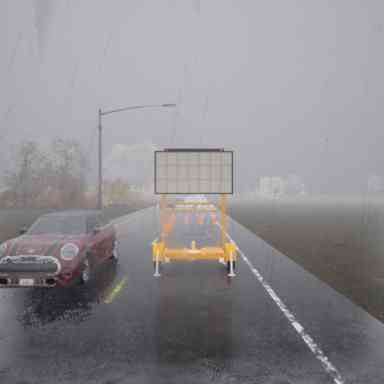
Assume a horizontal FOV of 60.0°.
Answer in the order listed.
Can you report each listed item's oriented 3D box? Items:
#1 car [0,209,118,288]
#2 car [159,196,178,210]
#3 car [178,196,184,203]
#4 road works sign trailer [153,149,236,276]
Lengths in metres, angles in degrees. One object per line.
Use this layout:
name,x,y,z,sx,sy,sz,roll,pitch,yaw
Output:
car,-3.561,1.355,9.428,2.097,1.767,4.553,0,0,0
car,-3.183,1.525,43.396,1.837,1.490,4.892,0,0,1
car,-2.769,1.520,72.171,1.882,1.535,5.008,0,0,1
road works sign trailer,0.057,0.468,10.302,2.380,3.560,2.880,0,0,-1
